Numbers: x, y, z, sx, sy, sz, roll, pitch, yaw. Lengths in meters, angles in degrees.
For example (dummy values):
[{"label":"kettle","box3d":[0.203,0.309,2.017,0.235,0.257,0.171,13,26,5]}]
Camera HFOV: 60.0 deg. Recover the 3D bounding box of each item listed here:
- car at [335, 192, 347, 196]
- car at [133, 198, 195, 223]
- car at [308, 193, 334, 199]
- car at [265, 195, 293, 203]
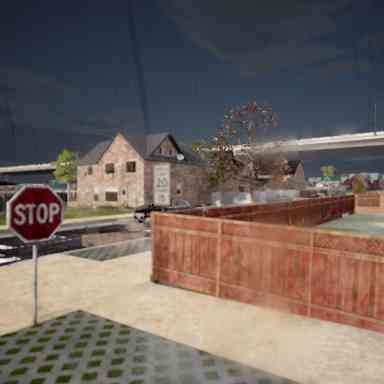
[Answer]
[{"label":"car","box3d":[21.288,0.692,47.886,2.033,1.411,5.357,0,1,37]},{"label":"car","box3d":[-1.705,1.219,21.839,1.837,1.490,4.892,0,1,37]},{"label":"car","box3d":[15.206,0.839,39.661,1.812,1.442,4.674,0,1,37]},{"label":"car","box3d":[9.788,0.972,37.207,1.994,1.385,4.181,0,1,37]}]
